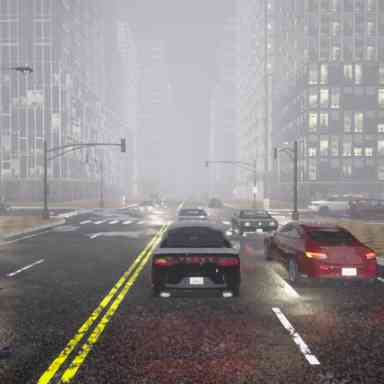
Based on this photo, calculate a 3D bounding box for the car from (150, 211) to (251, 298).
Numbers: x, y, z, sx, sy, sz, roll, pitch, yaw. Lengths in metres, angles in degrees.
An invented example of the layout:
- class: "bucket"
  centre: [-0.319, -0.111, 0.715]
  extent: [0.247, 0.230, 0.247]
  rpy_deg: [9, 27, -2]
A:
- class: "car"
  centre: [0.068, 1.474, 8.567]
  extent: [1.882, 1.535, 5.008]
  rpy_deg: [0, 0, 0]

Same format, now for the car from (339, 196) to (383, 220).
- class: "car"
  centre: [16.108, 1.520, 29.193]
  extent: [5.009, 1.841, 2.192]
  rpy_deg: [1, 0, 1]

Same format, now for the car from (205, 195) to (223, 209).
- class: "car"
  centre: [3.153, 1.497, 45.592]
  extent: [1.812, 1.442, 4.674]
  rpy_deg: [0, 0, -2]

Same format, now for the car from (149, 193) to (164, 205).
- class: "car"
  centre: [-6.767, 1.175, 59.694]
  extent: [2.150, 2.045, 5.566]
  rpy_deg: [0, 0, 0]

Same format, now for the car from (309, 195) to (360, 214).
- class: "car"
  centre: [15.243, 1.325, 34.976]
  extent: [5.566, 2.045, 2.150]
  rpy_deg: [0, 1, 0]

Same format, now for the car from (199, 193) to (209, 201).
- class: "car"
  centre: [2.992, 1.144, 80.804]
  extent: [2.150, 2.045, 5.566]
  rpy_deg: [0, 0, 0]

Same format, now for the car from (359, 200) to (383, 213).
- class: "car"
  centre: [21.690, 1.643, 37.497]
  extent: [4.829, 1.417, 1.752]
  rpy_deg: [1, 0, 1]

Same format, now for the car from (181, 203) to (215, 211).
- class: "car"
  centre: [0.039, 1.538, 18.388]
  extent: [2.033, 1.411, 5.357]
  rpy_deg: [0, 0, 0]

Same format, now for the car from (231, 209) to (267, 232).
- class: "car"
  centre: [3.291, 1.591, 18.451]
  extent: [1.895, 1.301, 4.718]
  rpy_deg: [0, 0, 0]

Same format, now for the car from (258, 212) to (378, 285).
- class: "car"
  centre: [3.321, 1.521, 9.332]
  extent: [1.812, 1.442, 4.674]
  rpy_deg: [0, 0, 0]

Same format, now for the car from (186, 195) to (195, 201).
- class: "car"
  centre: [-0.259, 1.425, 80.972]
  extent: [1.837, 1.490, 4.892]
  rpy_deg: [0, 0, 0]

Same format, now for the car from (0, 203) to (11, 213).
- class: "car"
  centre: [-20.084, 1.364, 32.263]
  extent: [4.674, 1.442, 1.812]
  rpy_deg: [1, 1, 1]

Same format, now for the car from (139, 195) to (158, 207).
- class: "car"
  centre: [-6.753, 1.528, 50.662]
  extent: [1.994, 1.385, 4.181]
  rpy_deg: [0, 0, 0]
